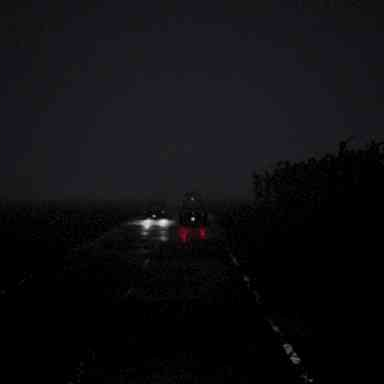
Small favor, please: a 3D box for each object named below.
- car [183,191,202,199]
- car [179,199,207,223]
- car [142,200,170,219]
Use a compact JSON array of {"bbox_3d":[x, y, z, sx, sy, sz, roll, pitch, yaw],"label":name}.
[{"bbox_3d":[0.045,0.922,40.864,2.150,2.045,5.566,0,1,0],"label":"car"},{"bbox_3d":[0.068,1.432,23.626,1.895,1.301,4.718,0,0,0],"label":"car"},{"bbox_3d":[-2.786,1.354,27.084,2.033,1.411,5.357,0,0,0],"label":"car"}]
